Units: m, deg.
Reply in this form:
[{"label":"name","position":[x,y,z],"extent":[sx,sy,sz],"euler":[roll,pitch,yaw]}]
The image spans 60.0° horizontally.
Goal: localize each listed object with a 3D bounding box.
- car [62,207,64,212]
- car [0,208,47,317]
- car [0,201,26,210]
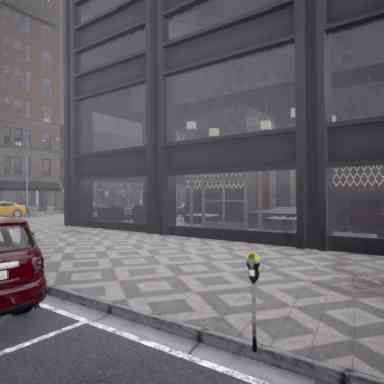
[{"label":"car","position":[-12.518,1.794,39.171],"extent":[2.033,1.411,5.357],"euler":[-1,-1,35]},{"label":"car","position":[-4.778,1.317,6.267],"extent":[5.009,1.841,2.192],"euler":[0,-1,35]},{"label":"car","position":[-18.286,1.642,31.184],"extent":[1.882,1.535,5.008],"euler":[-1,-1,36]}]
